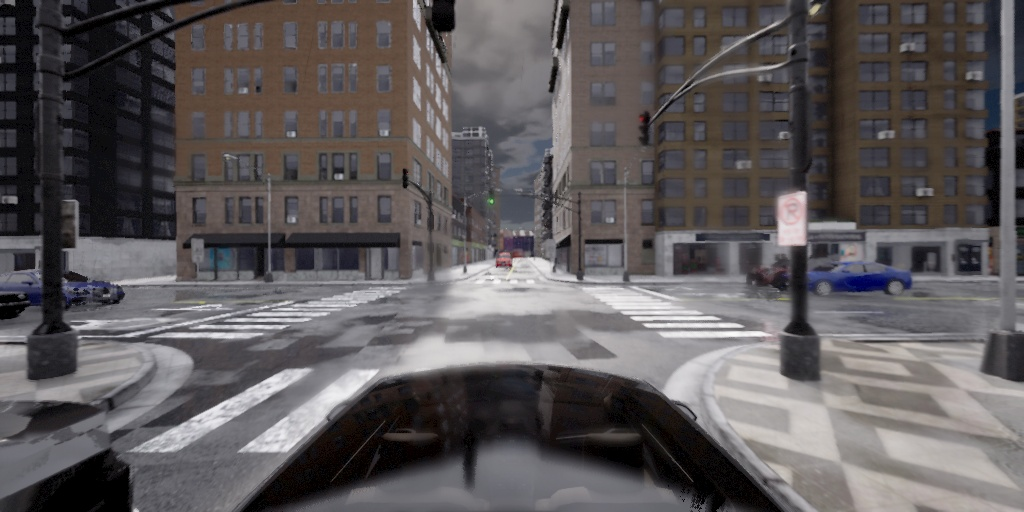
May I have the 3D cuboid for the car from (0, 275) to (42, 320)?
[{"bbox_3d":[-17.080,1.329,10.239,4.718,1.301,1.895,0,0,1],"label":"car"}]

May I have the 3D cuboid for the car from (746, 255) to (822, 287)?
[{"bbox_3d":[15.467,0.852,19.591,4.553,1.767,2.097,0,0,1],"label":"car"}]

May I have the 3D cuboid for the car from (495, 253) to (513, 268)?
[{"bbox_3d":[-1.061,0.654,49.301,2.150,2.045,5.566,0,2,2],"label":"car"}]

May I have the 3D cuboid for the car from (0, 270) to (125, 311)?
[{"bbox_3d":[-17.541,1.251,13.499,4.674,1.442,1.812,0,0,1],"label":"car"}]

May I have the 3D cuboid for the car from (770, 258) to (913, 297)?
[{"bbox_3d":[15.079,0.987,16.349,5.008,1.535,1.882,0,0,1],"label":"car"}]
